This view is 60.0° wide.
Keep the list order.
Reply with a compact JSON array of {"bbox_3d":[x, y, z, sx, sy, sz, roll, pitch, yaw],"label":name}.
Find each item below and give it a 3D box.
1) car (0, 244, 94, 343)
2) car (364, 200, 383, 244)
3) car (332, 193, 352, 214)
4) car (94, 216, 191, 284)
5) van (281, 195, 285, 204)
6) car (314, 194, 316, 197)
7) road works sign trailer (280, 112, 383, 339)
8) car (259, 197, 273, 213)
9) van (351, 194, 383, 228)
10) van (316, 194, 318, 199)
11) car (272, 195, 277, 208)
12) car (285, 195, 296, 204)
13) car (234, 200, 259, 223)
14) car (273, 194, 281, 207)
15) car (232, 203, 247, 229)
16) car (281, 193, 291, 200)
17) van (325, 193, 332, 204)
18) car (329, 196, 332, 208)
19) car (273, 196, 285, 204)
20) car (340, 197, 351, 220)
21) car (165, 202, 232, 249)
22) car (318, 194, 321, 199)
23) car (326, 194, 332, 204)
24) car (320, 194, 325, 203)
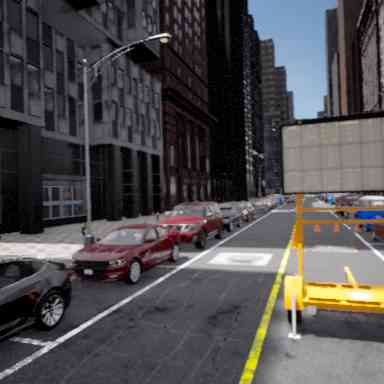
[{"bbox_3d":[-3.603,1.716,4.793,1.947,1.339,4.313,-2,0,19],"label":"car"},{"bbox_3d":[8.133,1.267,12.669,1.967,1.590,4.097,-2,0,19],"label":"car"},{"bbox_3d":[13.657,1.075,28.652,2.192,1.841,5.009,-2,0,19],"label":"car"},{"bbox_3d":[-1.762,1.672,10.119,1.887,1.381,4.507,-2,0,19],"label":"car"},{"bbox_3d":[14.815,1.268,58.061,1.690,1.788,3.998,-2,0,19],"label":"van"},{"bbox_3d":[33.925,0.842,87.249,2.192,1.841,5.009,-2,0,19],"label":"car"},{"bbox_3d":[2.919,0.413,6.098,2.380,3.560,2.880,-2,0,19],"label":"road works sign trailer"},{"bbox_3d":[7.451,1.566,36.753,2.008,1.369,4.403,-2,0,19],"label":"car"},{"bbox_3d":[9.973,1.146,17.997,1.690,1.788,3.998,-2,0,19],"label":"van"},{"bbox_3d":[32.083,0.887,81.922,1.690,1.788,3.998,-2,0,19],"label":"van"},{"bbox_3d":[9.237,1.520,41.919,1.752,1.417,4.829,-2,0,19],"label":"car"},{"bbox_3d":[17.942,1.395,58.645,1.994,1.385,4.181,-2,0,19],"label":"car"},{"bbox_3d":[3.763,1.500,26.101,1.967,1.590,4.097,-2,0,19],"label":"car"},{"bbox_3d":[11.132,1.412,47.407,1.967,1.590,4.097,-2,0,19],"label":"car"},{"bbox_3d":[1.924,1.648,20.773,1.947,1.339,4.313,-2,0,19],"label":"car"},{"bbox_3d":[24.026,1.139,84.694,2.192,1.841,5.009,-2,0,19],"label":"car"},{"bbox_3d":[19.186,1.035,44.632,1.690,1.788,3.998,-2,0,19],"label":"van"},{"bbox_3d":[15.507,1.304,33.977,1.947,1.339,4.313,-2,0,19],"label":"car"},{"bbox_3d":[16.607,1.431,63.225,1.752,1.417,4.829,-2,0,19],"label":"car"},{"bbox_3d":[11.821,1.327,23.323,1.887,1.381,4.507,-2,0,19],"label":"car"},{"bbox_3d":[0.074,1.420,15.447,2.192,1.841,5.009,-2,0,19],"label":"car"},{"bbox_3d":[26.561,1.151,65.939,1.887,1.381,4.507,-2,0,19],"label":"car"},{"bbox_3d":[17.349,1.281,39.304,1.947,1.339,4.313,-2,0,19],"label":"car"},{"bbox_3d":[22.877,1.215,55.285,1.947,1.339,4.313,-2,0,19],"label":"car"}]
